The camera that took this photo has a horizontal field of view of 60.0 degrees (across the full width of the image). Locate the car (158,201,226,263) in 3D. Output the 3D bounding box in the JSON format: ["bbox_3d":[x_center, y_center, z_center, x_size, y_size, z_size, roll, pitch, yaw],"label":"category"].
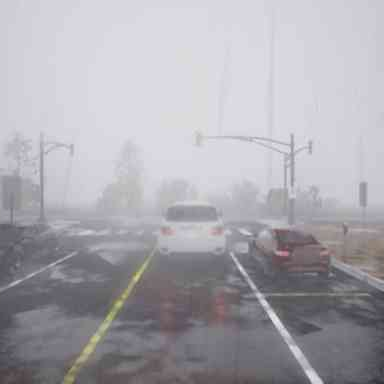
[{"bbox_3d":[0.009,1.332,12.562,2.150,2.045,5.566,0,0,0],"label":"car"}]

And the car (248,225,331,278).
[{"bbox_3d":[2.813,1.670,10.217,1.802,1.307,4.206,-1,0,0],"label":"car"}]

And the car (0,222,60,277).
[{"bbox_3d":[-5.697,1.656,10.531,1.947,1.339,4.313,-1,0,0],"label":"car"}]
